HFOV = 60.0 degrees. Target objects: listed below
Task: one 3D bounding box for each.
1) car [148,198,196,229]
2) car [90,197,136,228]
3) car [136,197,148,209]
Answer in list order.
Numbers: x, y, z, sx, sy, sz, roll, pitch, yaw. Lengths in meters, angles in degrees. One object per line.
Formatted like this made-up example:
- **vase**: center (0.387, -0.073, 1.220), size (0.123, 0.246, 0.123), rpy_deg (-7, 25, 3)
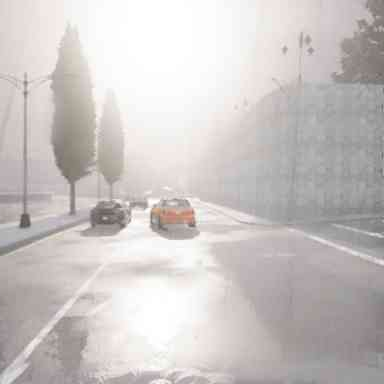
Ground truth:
- **car**: center (-1.210, 1.124, 19.903), size (2.097, 1.767, 4.553), rpy_deg (1, 0, -13)
- **car**: center (-4.848, 1.238, 20.398), size (1.882, 1.535, 5.008), rpy_deg (0, 1, -4)
- **car**: center (-6.002, 1.174, 38.110), size (1.895, 1.301, 4.718), rpy_deg (0, 1, -4)
